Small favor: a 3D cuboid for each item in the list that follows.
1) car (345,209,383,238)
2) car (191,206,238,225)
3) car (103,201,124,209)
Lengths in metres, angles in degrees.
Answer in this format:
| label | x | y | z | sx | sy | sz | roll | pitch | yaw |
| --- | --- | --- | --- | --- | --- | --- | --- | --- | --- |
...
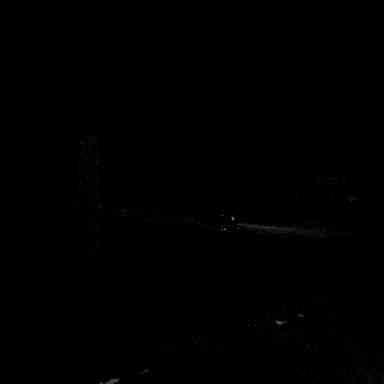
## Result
| label | x | y | z | sx | sy | sz | roll | pitch | yaw |
| --- | --- | --- | --- | --- | --- | --- | --- | --- | --- |
| car | 10.337 | 1.620 | 16.824 | 2.128 | 1.511 | 4.902 | 0 | -2 | -36 |
| car | 1.868 | 1.936 | 28.650 | 2.128 | 1.511 | 4.902 | -1 | 0 | -36 |
| car | -13.404 | 2.229 | 56.380 | 1.895 | 1.301 | 4.718 | -1 | 1 | -36 |
